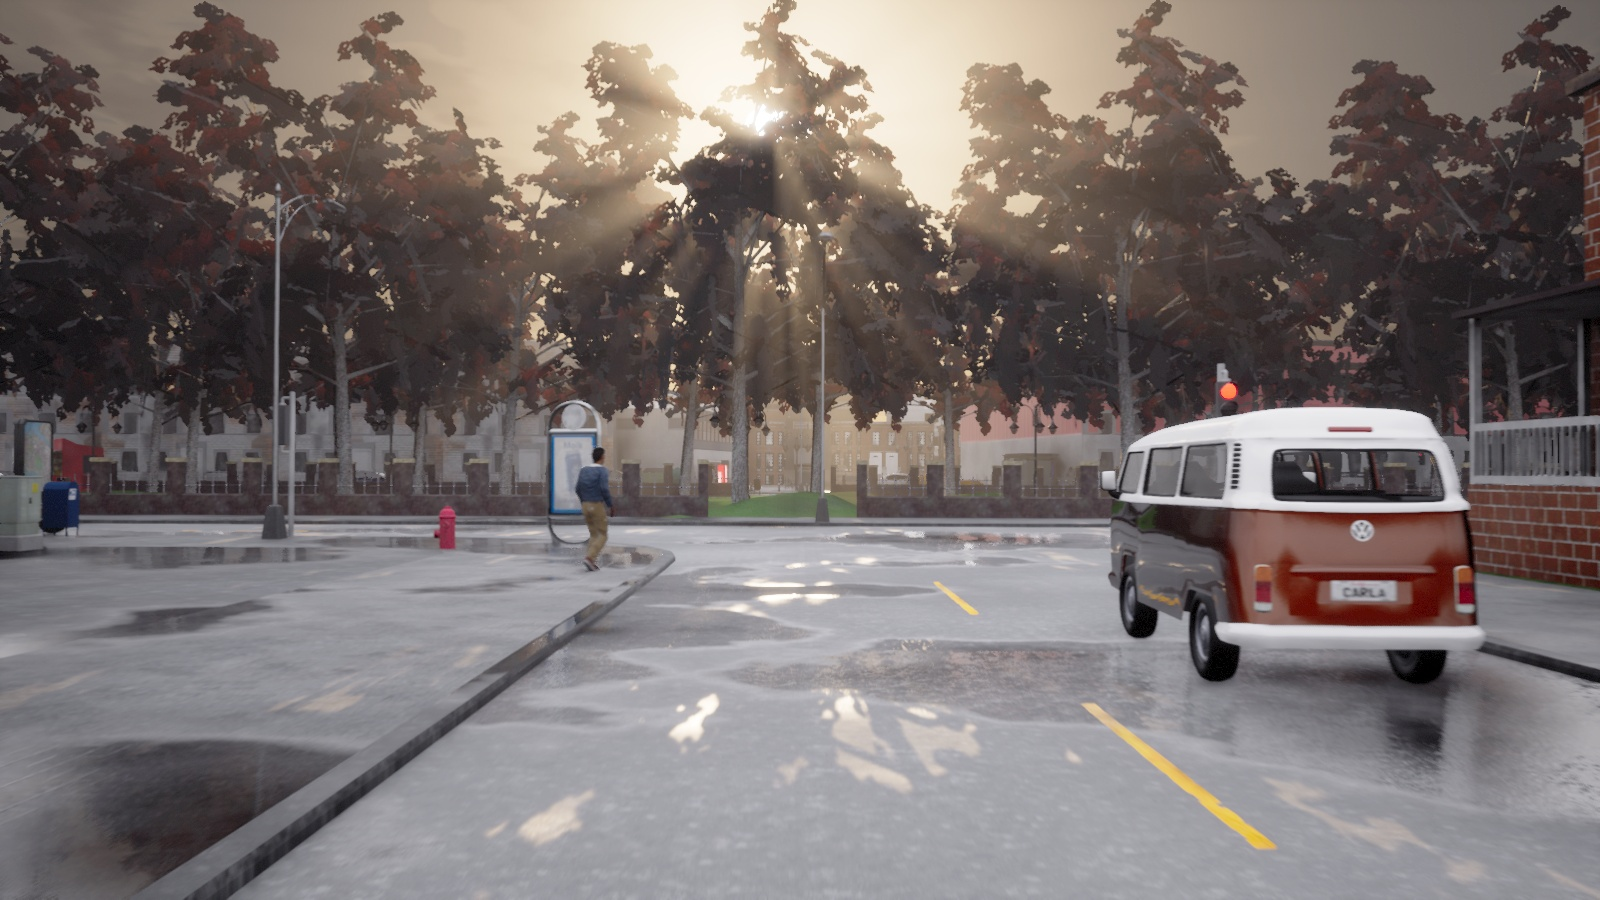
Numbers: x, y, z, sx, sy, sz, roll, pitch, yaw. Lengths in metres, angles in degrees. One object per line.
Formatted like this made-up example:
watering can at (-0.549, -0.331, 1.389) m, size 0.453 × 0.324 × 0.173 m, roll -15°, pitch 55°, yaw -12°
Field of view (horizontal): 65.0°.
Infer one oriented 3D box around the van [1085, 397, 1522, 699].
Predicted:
van at (3.913, 0.702, 10.755) m, size 2.069 × 2.038 × 4.480 m, roll 0°, pitch -1°, yaw 2°

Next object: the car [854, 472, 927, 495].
car at (5.980, 2.204, 82.918) m, size 4.674 × 1.442 × 1.812 m, roll 0°, pitch -1°, yaw 0°

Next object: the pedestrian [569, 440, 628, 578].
pedestrian at (-2.916, 0.841, 18.229) m, size 0.423 × 1.949 × 0.788 m, roll -1°, pitch -1°, yaw 33°

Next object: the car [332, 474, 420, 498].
car at (-26.580, 2.240, 78.798) m, size 4.792 × 1.488 × 2.163 m, roll 0°, pitch -1°, yaw 0°
